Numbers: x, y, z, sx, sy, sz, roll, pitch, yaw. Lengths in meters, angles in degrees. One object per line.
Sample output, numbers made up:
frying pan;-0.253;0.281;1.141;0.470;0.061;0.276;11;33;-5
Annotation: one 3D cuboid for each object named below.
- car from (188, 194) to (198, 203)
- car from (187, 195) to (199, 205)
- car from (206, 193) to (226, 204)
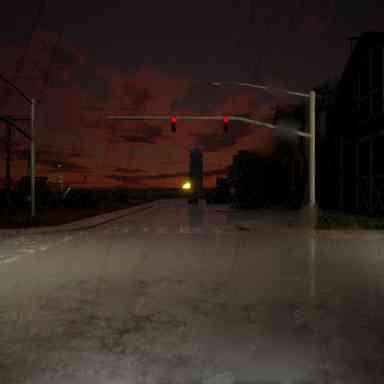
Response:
car;0.179;1.352;67.303;2.097;1.767;4.553;0;0;0
car;0.194;1.496;57.563;2.033;1.411;5.357;0;-1;1
car;4.321;1.144;59.865;1.905;1.878;3.866;-8;3;-42
